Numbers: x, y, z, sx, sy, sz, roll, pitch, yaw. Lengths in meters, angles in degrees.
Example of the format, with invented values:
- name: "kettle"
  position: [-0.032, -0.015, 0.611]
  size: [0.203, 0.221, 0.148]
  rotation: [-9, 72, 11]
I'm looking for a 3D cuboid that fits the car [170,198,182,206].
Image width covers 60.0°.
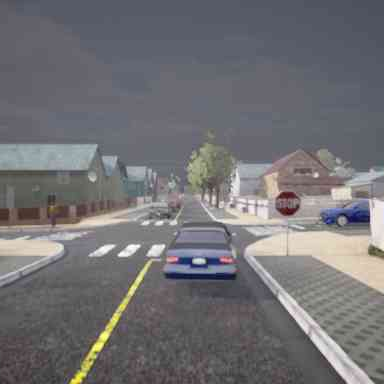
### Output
- name: "car"
  position: [-2.853, 1.803, 59.744]
  size: [1.895, 1.301, 4.718]
  rotation: [0, 0, 0]

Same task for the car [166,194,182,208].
- name: "car"
  position: [-2.892, 1.393, 49.706]
  size: [2.150, 2.045, 5.566]
  rotation: [0, 0, 0]

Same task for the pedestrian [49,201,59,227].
- name: "pedestrian"
  position: [-9.708, 1.543, 23.344]
  size: [0.375, 1.860, 0.375]
  rotation: [0, 0, 0]

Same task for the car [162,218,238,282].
- name: "car"
  position: [0.350, 1.585, 9.855]
  size: [2.033, 1.411, 5.357]
  rotation: [0, 0, 4]

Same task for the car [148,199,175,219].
- name: "car"
  position: [-2.856, 1.635, 30.838]
  size: [1.812, 1.442, 4.674]
  rotation: [0, 0, 0]

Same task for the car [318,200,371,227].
- name: "car"
  position: [10.397, 1.262, 20.530]
  size: [5.008, 1.535, 1.882]
  rotation: [-2, -1, -2]

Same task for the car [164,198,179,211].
- name: "car"
  position: [-2.874, 1.741, 39.893]
  size: [1.895, 1.301, 4.718]
  rotation: [0, 0, 0]
